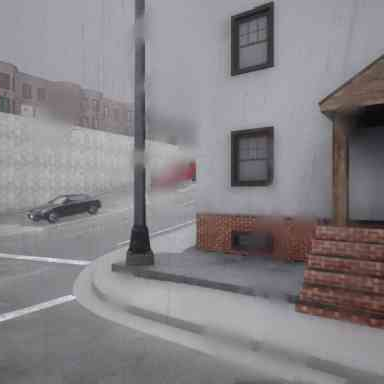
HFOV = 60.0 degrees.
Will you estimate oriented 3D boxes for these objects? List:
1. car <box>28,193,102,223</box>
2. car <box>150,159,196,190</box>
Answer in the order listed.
[{"bbox_3d":[-7.849,0.873,20.868,1.812,1.442,4.674,0,7,35],"label":"car"},{"bbox_3d":[-1.434,-1.578,30.036,2.150,2.045,5.566,0,14,35],"label":"car"}]
